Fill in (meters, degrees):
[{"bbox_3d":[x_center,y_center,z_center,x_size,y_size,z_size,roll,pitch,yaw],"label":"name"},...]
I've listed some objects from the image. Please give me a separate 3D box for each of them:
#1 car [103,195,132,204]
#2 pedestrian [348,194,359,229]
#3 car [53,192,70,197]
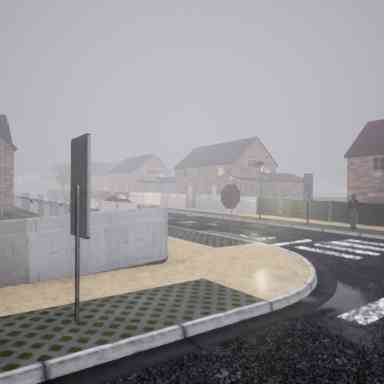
[{"bbox_3d":[-8.054,0.987,35.456,1.994,1.385,4.181,1,1,-36],"label":"car"},{"bbox_3d":[8.469,1.019,17.490,0.375,1.860,0.375,2,-1,-36],"label":"pedestrian"},{"bbox_3d":[-21.467,0.689,54.092,1.895,1.301,4.718,1,0,-36],"label":"car"}]
